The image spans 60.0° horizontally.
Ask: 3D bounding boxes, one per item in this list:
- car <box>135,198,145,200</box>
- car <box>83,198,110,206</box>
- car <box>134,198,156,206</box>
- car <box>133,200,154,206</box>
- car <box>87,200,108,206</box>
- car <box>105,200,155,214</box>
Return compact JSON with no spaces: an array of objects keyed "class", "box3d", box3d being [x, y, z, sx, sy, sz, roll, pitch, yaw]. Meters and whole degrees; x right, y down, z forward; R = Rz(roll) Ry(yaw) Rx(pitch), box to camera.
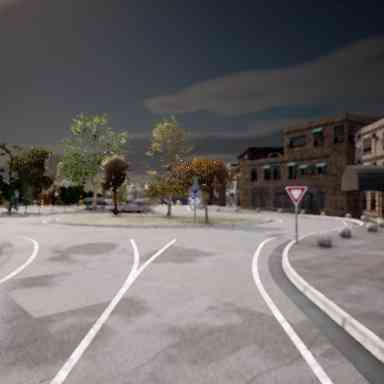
[{"class":"car","box3d":[-12.316,2.495,82.451,4.553,1.767,2.185,0,-2,-2]},{"class":"car","box3d":[-24.595,2.433,84.182,5.566,2.045,2.435,0,-2,-2]},{"class":"car","box3d":[-12.528,2.567,88.402,5.566,2.045,2.435,0,-2,-2]},{"class":"car","box3d":[-12.399,2.721,85.480,5.008,1.535,2.097,0,-2,-2]},{"class":"car","box3d":[-24.713,2.774,86.838,4.892,1.521,2.231,0,-2,-2]},{"class":"car","box3d":[-8.118,2.152,43.522,5.357,1.411,2.033,1,-1,-29]}]
